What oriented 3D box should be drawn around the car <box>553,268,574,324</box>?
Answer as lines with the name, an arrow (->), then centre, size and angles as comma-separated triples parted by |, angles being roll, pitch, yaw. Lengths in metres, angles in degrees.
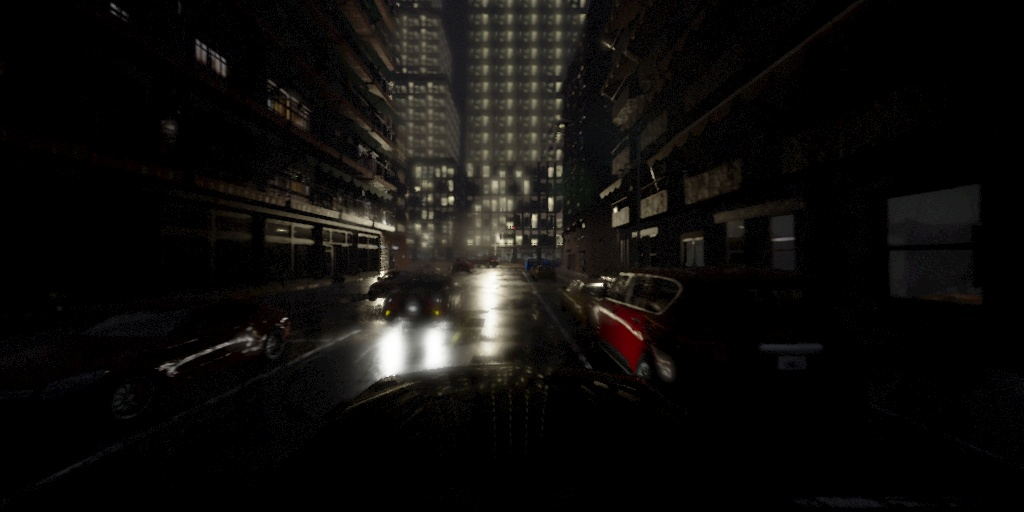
car -> 2.562, 1.276, 11.482 | 1.751, 1.417, 4.829 | 0, 0, 0

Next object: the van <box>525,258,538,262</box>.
van -> 2.553, 1.103, 45.154 | 1.690, 1.789, 3.998 | 0, 0, 0

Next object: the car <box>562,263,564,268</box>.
car -> 6.548, 1.339, 59.496 | 5.008, 1.535, 1.882 | 1, 0, -11

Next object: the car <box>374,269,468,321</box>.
car -> -2.842, 1.314, 12.238 | 1.994, 1.385, 4.181 | 0, 0, 0

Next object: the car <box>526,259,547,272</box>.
car -> 2.556, 1.282, 34.043 | 1.751, 1.417, 4.829 | 0, 0, 0

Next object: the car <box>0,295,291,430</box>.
car -> -5.317, 1.332, 5.670 | 1.802, 1.307, 4.207 | 0, 0, 0

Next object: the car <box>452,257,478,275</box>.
car -> -5.326, 1.074, 39.512 | 2.192, 1.841, 5.009 | 0, 0, 0

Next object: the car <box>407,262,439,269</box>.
car -> -5.321, 1.277, 22.421 | 1.751, 1.417, 4.829 | 0, 0, 0

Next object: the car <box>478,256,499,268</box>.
car -> -4.783, 0.945, 60.296 | 5.566, 2.045, 2.150 | 0, 0, 34

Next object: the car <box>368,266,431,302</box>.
car -> -5.320, 1.333, 16.950 | 1.802, 1.307, 4.207 | 0, 0, 0

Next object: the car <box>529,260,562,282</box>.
car -> 2.557, 1.279, 28.403 | 1.751, 1.417, 4.829 | 0, 0, 0

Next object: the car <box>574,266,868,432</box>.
car -> 2.563, 1.065, 5.672 | 2.192, 1.841, 5.009 | 0, 0, 0
